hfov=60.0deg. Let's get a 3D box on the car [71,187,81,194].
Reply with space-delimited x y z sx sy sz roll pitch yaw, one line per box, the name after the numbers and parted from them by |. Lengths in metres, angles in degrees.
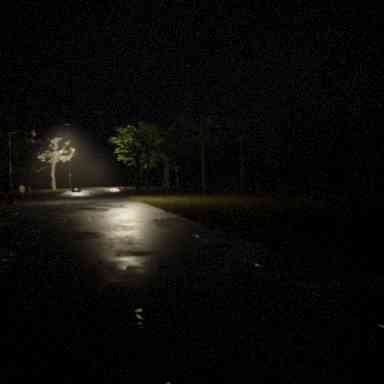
-26.653 -0.397 76.409 2.033 1.411 5.357 -2 3 -15 | car
